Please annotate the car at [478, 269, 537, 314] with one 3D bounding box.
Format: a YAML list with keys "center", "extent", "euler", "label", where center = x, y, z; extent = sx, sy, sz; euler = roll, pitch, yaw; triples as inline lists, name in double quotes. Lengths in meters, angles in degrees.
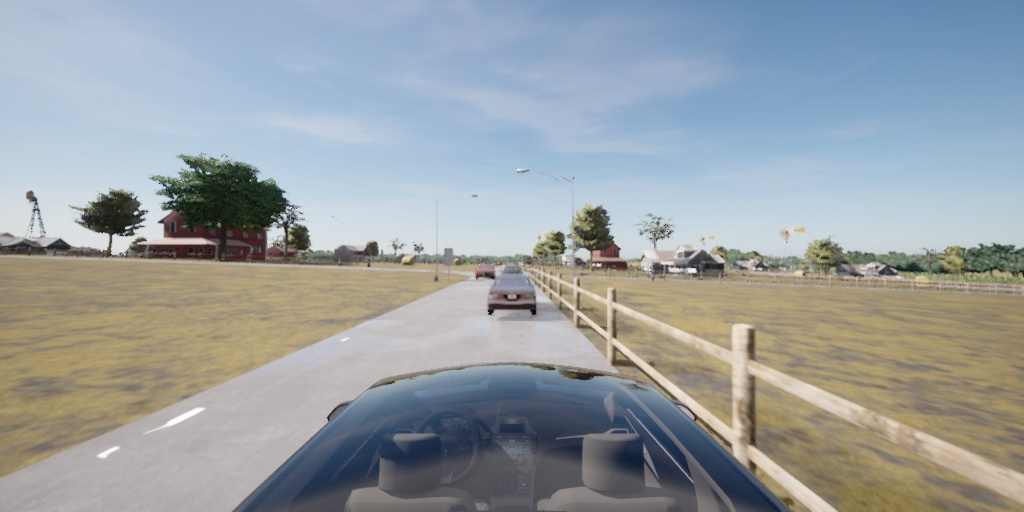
- center: [0.014, 1.424, 14.393]
  extent: [2.033, 1.411, 5.357]
  euler: [0, -1, 0]
  label: "car"

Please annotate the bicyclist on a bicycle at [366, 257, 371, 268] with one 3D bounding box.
- center: [-22.593, 1.049, 56.504]
  extent: [0.582, 1.620, 1.656]
  euler: [2, -1, 0]
  label: "bicyclist on a bicycle"

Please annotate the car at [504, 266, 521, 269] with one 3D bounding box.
- center: [0.033, 1.567, 30.369]
  extent: [1.837, 1.490, 4.892]
  euler: [0, 0, 0]
  label: "car"

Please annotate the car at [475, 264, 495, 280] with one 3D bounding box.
- center: [-2.760, 1.631, 37.689]
  extent: [1.882, 1.535, 5.008]
  euler: [0, -1, 1]
  label: "car"
